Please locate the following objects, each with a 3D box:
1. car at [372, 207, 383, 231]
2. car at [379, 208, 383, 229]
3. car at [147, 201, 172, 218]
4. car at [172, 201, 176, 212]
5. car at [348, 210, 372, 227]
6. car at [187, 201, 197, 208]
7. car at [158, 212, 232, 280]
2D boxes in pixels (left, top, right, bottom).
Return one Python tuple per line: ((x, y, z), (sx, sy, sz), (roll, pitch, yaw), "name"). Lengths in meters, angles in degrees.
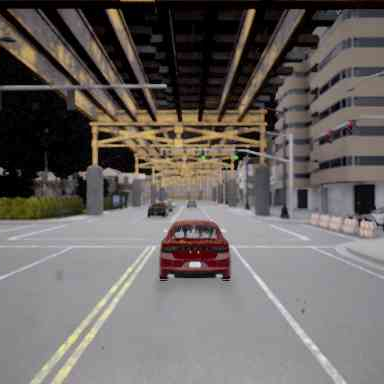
((13.253, 1.683, 19.152), (4.974, 1.542, 2.038), (0, -1, -20), "car")
((13.301, 1.526, 19.172), (4.536, 1.218, 1.853), (0, -1, -20), "car")
((-3.598, 1.903, 35.701), (1.882, 1.535, 5.008), (0, -1, 1), "car")
((-3.612, 2.106, 45.538), (1.994, 1.385, 4.181), (0, -1, 0), "car")
((13.624, 1.575, 23.291), (4.536, 1.218, 1.853), (0, -1, 25), "car")
((-0.030, 2.275, 61.149), (2.033, 1.411, 5.357), (0, -1, 0), "car")
((0.080, 1.602, 10.368), (1.882, 1.535, 5.008), (0, -1, 0), "car")
